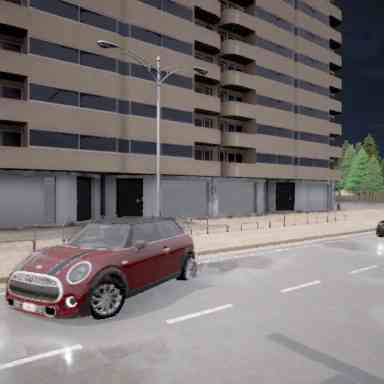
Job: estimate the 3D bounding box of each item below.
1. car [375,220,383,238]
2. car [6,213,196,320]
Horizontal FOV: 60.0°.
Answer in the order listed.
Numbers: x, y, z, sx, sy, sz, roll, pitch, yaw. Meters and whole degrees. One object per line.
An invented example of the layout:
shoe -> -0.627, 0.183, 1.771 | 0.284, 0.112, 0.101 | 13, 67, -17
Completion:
car -> 10.849, 1.574, 16.437 | 4.181, 1.385, 1.994 | 0, 0, -38
car -> -1.720, 1.400, 7.649 | 2.097, 1.767, 4.553 | -1, -1, 28
